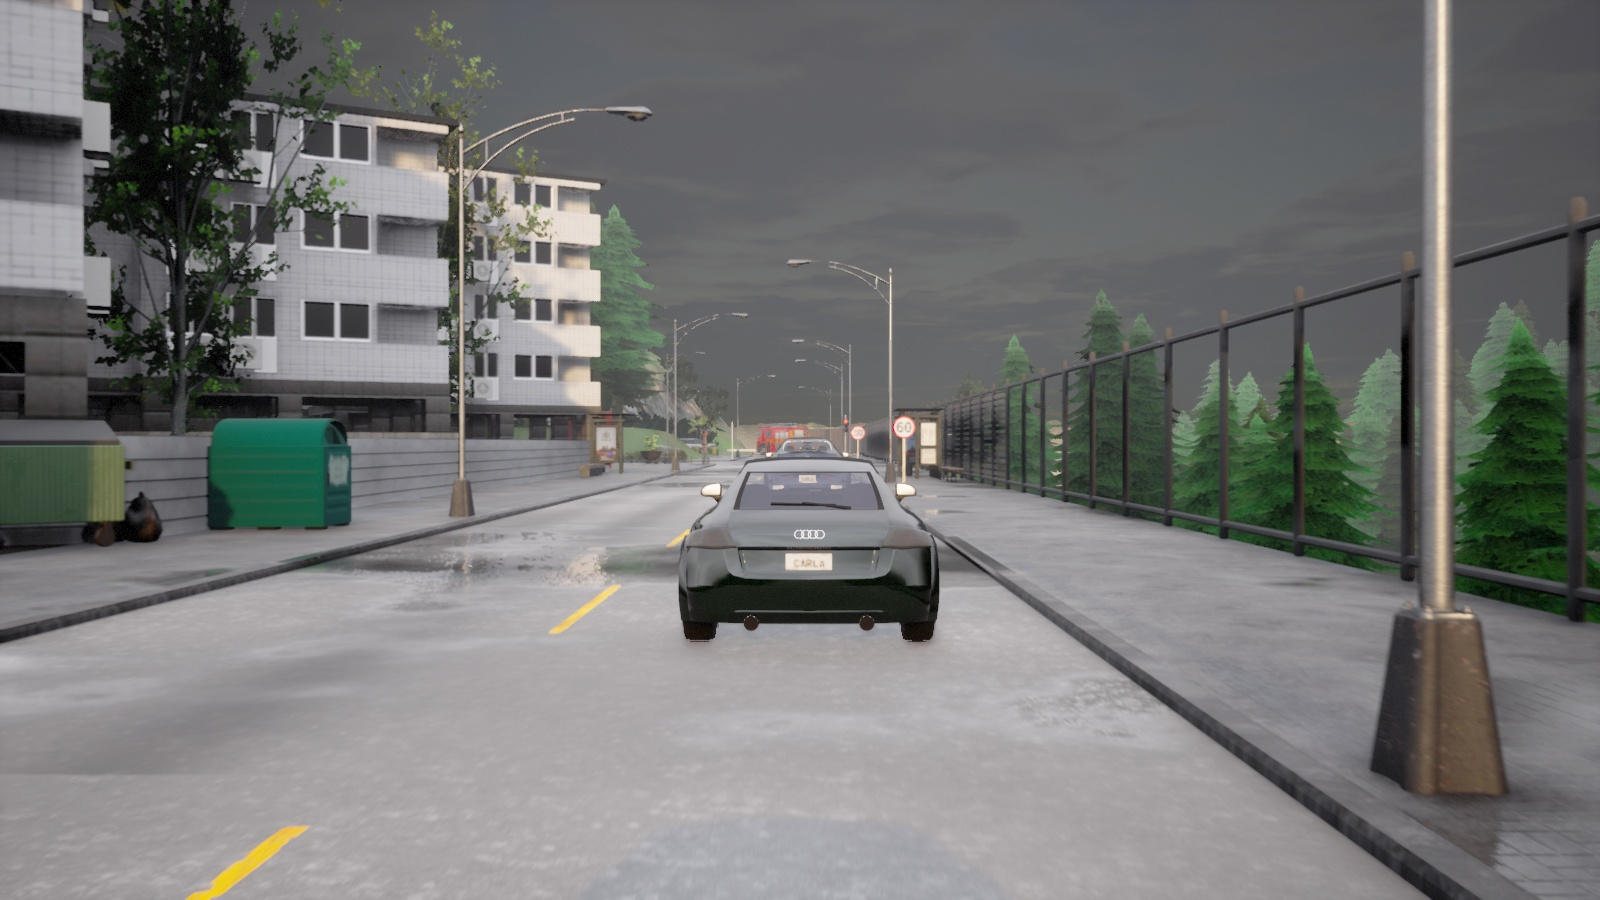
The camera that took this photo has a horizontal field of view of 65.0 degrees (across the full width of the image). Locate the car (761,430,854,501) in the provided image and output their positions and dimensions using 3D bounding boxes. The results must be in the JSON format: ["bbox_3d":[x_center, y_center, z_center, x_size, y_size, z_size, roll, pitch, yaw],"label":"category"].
[{"bbox_3d":[0.185,0.347,31.706,2.152,1.651,5.027,0,0,0],"label":"car"}]

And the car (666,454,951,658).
[{"bbox_3d":[0.073,0.749,10.881,1.994,1.385,4.181,0,0,0],"label":"car"}]
